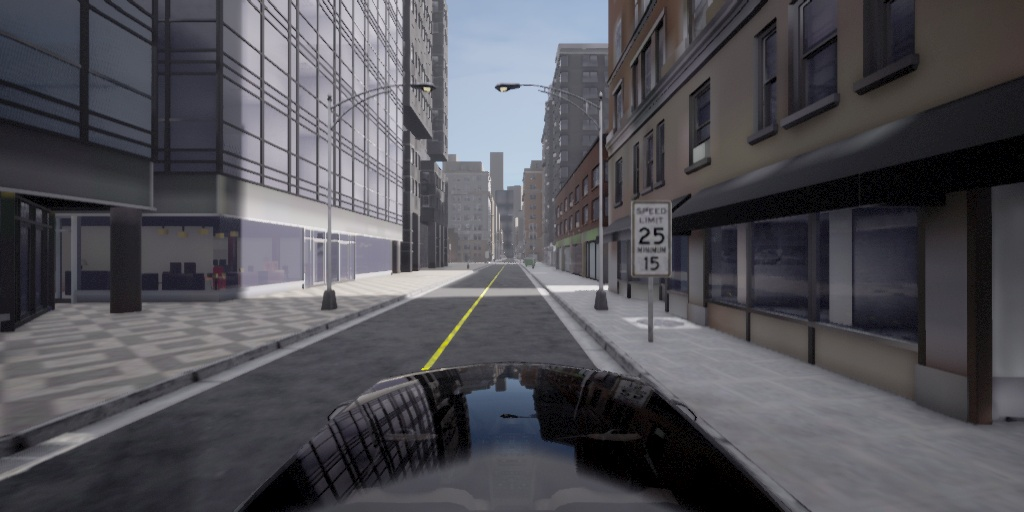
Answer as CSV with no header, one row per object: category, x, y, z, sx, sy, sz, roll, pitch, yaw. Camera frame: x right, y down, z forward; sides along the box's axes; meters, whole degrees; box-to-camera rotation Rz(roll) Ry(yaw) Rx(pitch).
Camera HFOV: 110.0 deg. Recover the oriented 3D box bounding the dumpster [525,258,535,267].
dumpster,3.135,1.143,62.745,1.020,1.700,1.940,0,0,0
